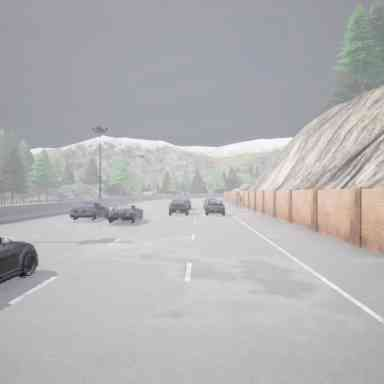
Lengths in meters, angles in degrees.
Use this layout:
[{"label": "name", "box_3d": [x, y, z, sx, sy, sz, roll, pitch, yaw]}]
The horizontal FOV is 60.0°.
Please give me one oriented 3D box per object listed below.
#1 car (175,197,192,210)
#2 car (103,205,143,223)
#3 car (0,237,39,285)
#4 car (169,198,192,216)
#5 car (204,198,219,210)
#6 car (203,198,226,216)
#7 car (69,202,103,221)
[{"label": "car", "box_3d": [-1.050, 1.478, 43.470, 1.882, 1.535, 5.008, 0, 0, 1]}, {"label": "car", "box_3d": [-4.926, 1.601, 25.125, 1.895, 1.301, 4.718, 0, 0, 1]}, {"label": "car", "box_3d": [-5.286, 1.564, 7.560, 1.994, 1.385, 4.181, 0, 0, 1]}, {"label": "car", "box_3d": [-1.263, 1.505, 33.026, 1.837, 1.490, 4.892, 0, 0, 1]}, {"label": "car", "box_3d": [2.446, 1.526, 43.277, 1.812, 1.442, 4.674, 0, 0, 1]}, {"label": "car", "box_3d": [2.234, 1.491, 32.831, 2.128, 1.511, 4.902, 0, 0, 1]}, {"label": "car", "box_3d": [-8.370, 1.547, 27.557, 2.033, 1.411, 5.357, 0, 0, 1]}]
